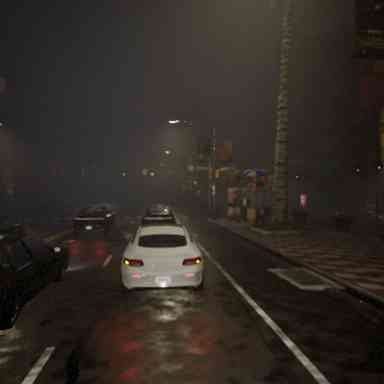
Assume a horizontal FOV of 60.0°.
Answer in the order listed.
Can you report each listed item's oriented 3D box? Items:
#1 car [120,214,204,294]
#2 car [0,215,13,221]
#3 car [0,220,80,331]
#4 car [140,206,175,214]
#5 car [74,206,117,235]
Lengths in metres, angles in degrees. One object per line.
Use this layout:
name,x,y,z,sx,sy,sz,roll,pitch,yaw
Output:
car,-0.795,1.559,8.809,1.812,1.442,4.674,0,0,-6
car,-8.423,1.599,13.153,2.033,1.411,5.357,0,0,-7
car,-4.011,1.574,6.753,2.033,1.411,5.357,0,0,-6
car,-1.987,1.565,19.433,2.128,1.511,4.902,0,0,-7
car,-5.469,1.565,19.073,2.128,1.511,4.902,0,0,-7
